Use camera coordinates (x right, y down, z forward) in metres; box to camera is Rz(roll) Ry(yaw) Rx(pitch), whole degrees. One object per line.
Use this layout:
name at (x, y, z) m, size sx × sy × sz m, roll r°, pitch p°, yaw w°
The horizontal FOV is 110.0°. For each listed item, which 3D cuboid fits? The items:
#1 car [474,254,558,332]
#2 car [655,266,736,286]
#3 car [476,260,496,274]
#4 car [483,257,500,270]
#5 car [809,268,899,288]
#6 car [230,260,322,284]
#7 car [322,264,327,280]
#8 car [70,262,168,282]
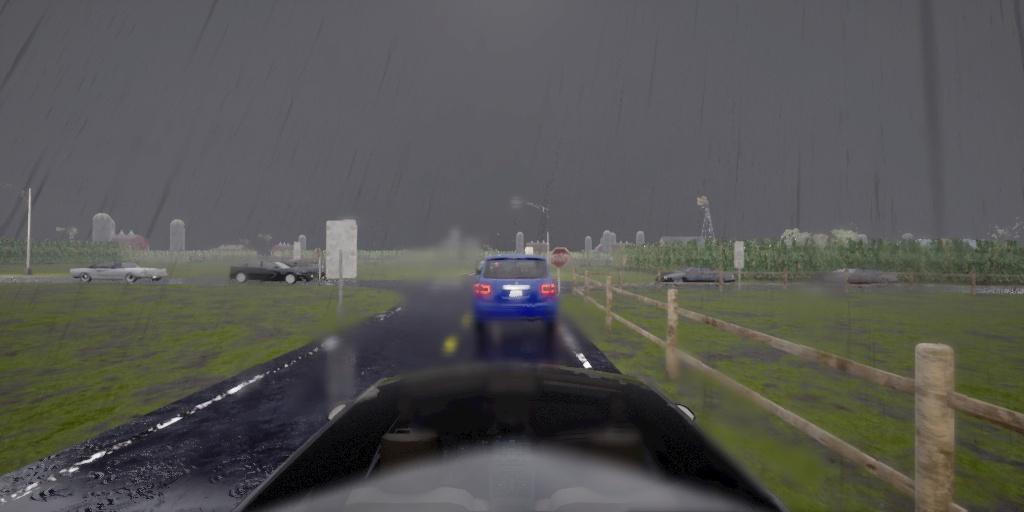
car at (0.060, 0.971, 11.048) m, size 2.150 × 2.045 × 5.566 m, roll 0°, pitch 0°, yaw -1°
car at (13.577, 1.483, 26.655) m, size 5.357 × 1.411 × 2.033 m, roll 1°, pitch -1°, yaw -1°
car at (-2.910, 1.235, 41.002) m, size 1.837 × 1.490 × 4.892 m, roll 0°, pitch 0°, yaw 0°
car at (-2.908, 1.071, 51.053) m, size 2.097 × 1.767 × 4.553 m, roll 0°, pitch 0°, yaw 0°
car at (25.365, 1.623, 26.656) m, size 5.357 × 1.411 × 2.033 m, roll 1°, pitch -1°, yaw 0°
car at (-15.788, 1.043, 23.803) m, size 5.008 × 1.535 × 1.882 m, roll 1°, pitch -1°, yaw -1°
car at (-15.930, 1.108, 26.691) m, size 4.892 × 1.490 × 1.837 m, roll 1°, pitch -1°, yaw 1°
car at (-25.919, 1.059, 23.796) m, size 4.718 × 1.301 × 1.895 m, roll 1°, pitch -1°, yaw 0°
